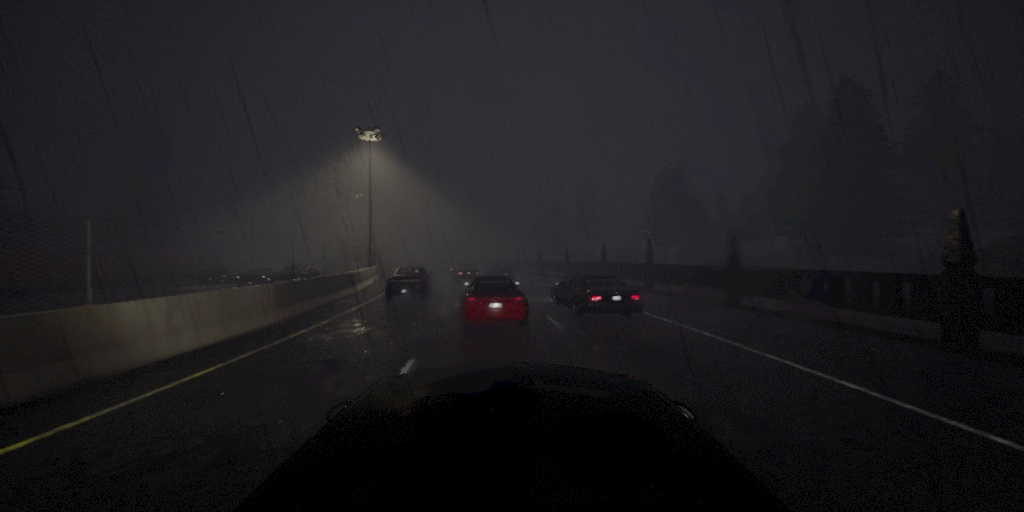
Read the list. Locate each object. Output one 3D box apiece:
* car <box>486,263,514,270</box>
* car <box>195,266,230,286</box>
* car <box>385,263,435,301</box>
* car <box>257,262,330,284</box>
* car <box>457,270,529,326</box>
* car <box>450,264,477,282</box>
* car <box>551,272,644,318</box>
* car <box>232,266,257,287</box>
[{"bbox_3d":[-1.111,1.316,32.064,1.812,1.442,4.674,0,0,-16],"label":"car"},{"bbox_3d":[-21.639,1.432,26.854,1.994,1.385,4.181,0,0,-18],"label":"car"},{"bbox_3d":[-4.940,1.280,17.679,2.128,1.511,4.902,0,0,-9],"label":"car"},{"bbox_3d":[-13.097,1.318,21.892,2.128,1.511,4.902,0,0,-13],"label":"car"},{"bbox_3d":[-0.634,1.329,11.831,1.994,1.385,4.181,0,0,-6],"label":"car"},{"bbox_3d":[-3.907,1.346,29.356,2.033,1.411,5.357,0,0,-15],"label":"car"},{"bbox_3d":[2.814,1.299,13.082,2.033,1.411,5.357,0,0,-6],"label":"car"},{"bbox_3d":[-17.525,1.450,25.348,1.895,1.301,4.718,0,0,-16],"label":"car"}]
